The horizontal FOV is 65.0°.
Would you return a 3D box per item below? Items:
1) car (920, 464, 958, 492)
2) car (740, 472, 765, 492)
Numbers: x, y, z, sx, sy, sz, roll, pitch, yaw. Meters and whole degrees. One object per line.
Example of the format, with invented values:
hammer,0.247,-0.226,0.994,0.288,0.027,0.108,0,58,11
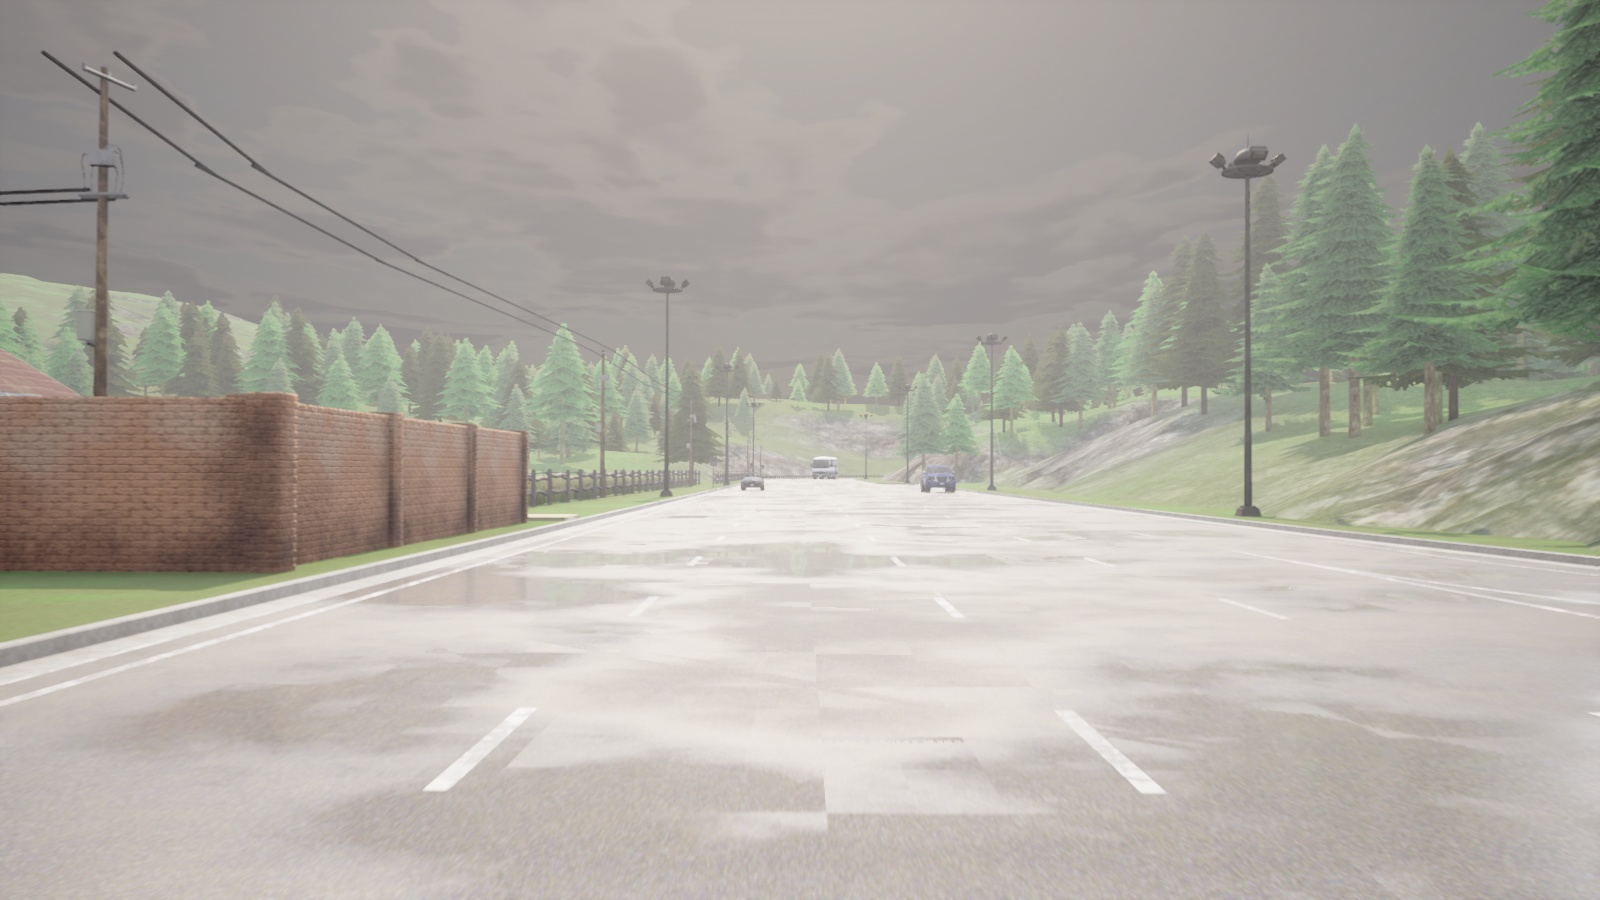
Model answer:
car,10.318,2.058,93.532,2.150,2.045,5.566,0,-1,0
car,-3.684,2.489,98.381,1.816,1.474,4.193,0,-1,0
